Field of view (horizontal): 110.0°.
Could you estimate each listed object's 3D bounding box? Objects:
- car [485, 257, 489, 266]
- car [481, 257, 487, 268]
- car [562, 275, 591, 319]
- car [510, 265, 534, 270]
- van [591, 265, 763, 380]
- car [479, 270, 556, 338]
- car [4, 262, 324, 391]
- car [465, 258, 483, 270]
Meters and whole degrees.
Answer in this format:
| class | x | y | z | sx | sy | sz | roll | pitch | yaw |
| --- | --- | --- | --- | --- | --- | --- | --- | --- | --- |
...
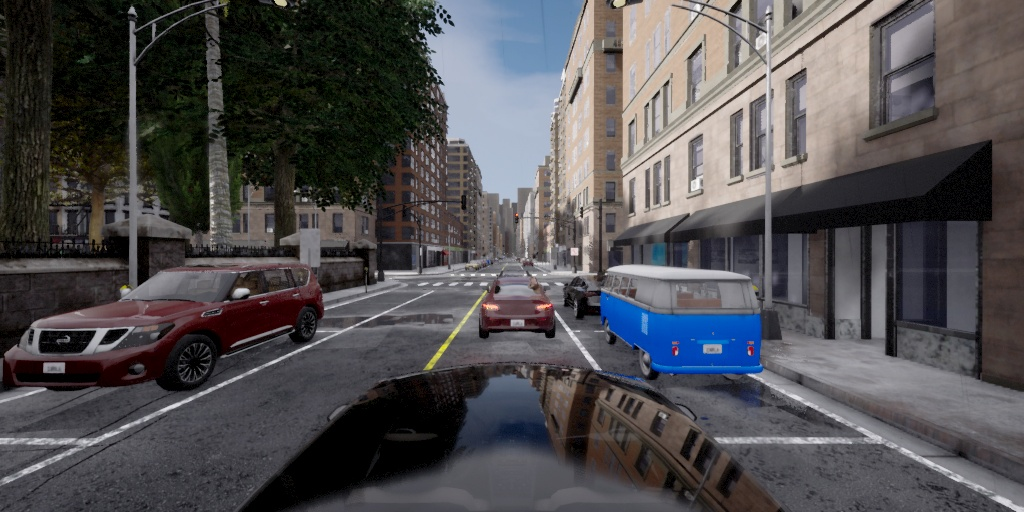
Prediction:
| class | x | y | z | sx | sy | sz | roll | pitch | yaw |
| --- | --- | --- | --- | --- | --- | --- | --- | --- | --- |
| car | -5.525 | 1.265 | 61.538 | 1.888 | 1.381 | 4.507 | 0 | 0 | 0 |
| car | -5.538 | 1.272 | 56.087 | 2.007 | 1.370 | 4.403 | 0 | 0 | 0 |
| car | 2.883 | 1.313 | 12.628 | 1.948 | 1.339 | 4.313 | 0 | 0 | 0 |
| car | 0.116 | 1.345 | 18.831 | 1.895 | 1.301 | 4.718 | 0 | 0 | -1 |
| van | 2.869 | 1.090 | 6.968 | 1.690 | 1.789 | 3.998 | 0 | 0 | 0 |
| car | 0.125 | 1.274 | 10.009 | 1.812 | 1.442 | 4.674 | 0 | 0 | 0 |
| car | -5.656 | 1.064 | 6.948 | 2.192 | 1.841 | 5.009 | 0 | 0 | 0 |
| car | -5.552 | 1.248 | 50.467 | 1.751 | 1.417 | 4.829 | 0 | 0 | 0 |
